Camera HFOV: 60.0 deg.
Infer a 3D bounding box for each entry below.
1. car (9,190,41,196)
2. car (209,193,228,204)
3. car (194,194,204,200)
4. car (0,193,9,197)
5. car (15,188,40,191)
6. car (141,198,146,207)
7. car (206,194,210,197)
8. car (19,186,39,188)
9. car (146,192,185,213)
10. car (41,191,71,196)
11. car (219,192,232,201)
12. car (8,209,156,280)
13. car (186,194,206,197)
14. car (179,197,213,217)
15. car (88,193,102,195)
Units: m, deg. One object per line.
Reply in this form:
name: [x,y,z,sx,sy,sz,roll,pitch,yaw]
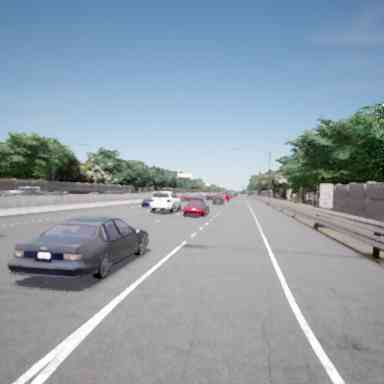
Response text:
car: [-17.118,0.814,31.926,1.837,1.490,4.892,2,0,9]
car: [4.782,1.392,59.198,2.128,1.511,4.902,2,0,9]
car: [1.748,1.199,86.352,1.882,1.535,5.008,2,0,8]
car: [-9.453,0.993,12.355,2.097,1.767,4.553,2,0,9]
car: [-22.156,0.591,45.207,1.837,1.490,4.892,2,0,9]
car: [-4.926,1.220,41.784,1.994,1.385,4.181,2,0,9]
car: [4.830,1.307,83.290,1.882,1.535,5.008,2,0,8]
car: [-24.944,0.199,49.855,2.150,2.045,5.566,2,0,9]
car: [-2.600,0.989,33.734,2.150,2.045,5.566,2,0,9]
car: [-18.455,0.704,46.216,1.837,1.490,4.892,2,1,9]
car: [7.926,1.163,80.264,2.150,2.045,5.566,2,0,8]
car: [-2.803,1.415,9.638,2.033,1.411,5.357,2,0,9]
car: [0.695,1.259,55.536,1.882,1.535,5.008,2,0,9]
car: [0.450,1.443,30.630,1.994,1.385,4.181,2,0,9]
car: [-14.441,0.866,49.188,2.033,1.411,5.357,2,0,9]
